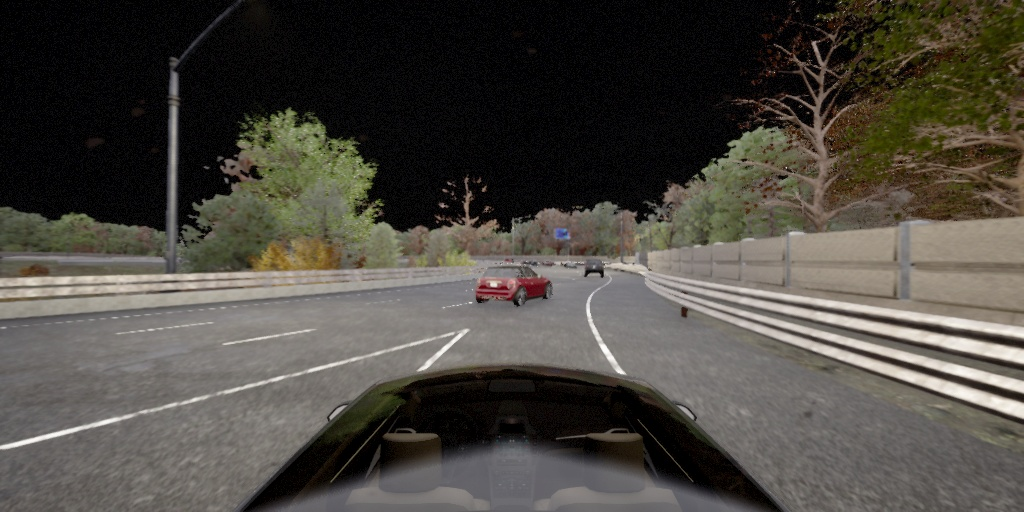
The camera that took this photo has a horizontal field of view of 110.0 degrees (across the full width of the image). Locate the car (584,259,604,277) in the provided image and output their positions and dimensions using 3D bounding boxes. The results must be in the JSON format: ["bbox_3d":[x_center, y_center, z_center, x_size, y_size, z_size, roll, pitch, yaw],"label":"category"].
[{"bbox_3d":[9.773,1.394,42.763,2.150,2.045,5.566,1,0,13],"label":"car"}]

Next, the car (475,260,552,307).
[{"bbox_3d":[0.216,1.226,16.598,2.097,1.767,4.553,0,-1,27],"label":"car"}]
